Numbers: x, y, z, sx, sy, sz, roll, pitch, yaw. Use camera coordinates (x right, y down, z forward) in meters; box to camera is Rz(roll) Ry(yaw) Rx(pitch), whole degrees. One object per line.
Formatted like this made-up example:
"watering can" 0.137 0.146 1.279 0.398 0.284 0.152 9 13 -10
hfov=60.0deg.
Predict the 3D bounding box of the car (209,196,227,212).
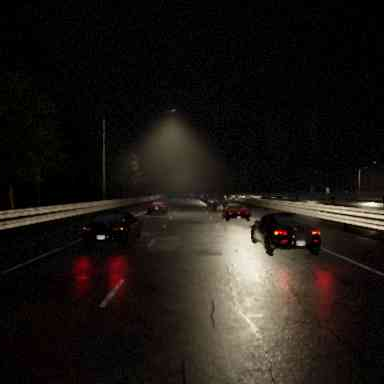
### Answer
"car" 3.383 1.551 39.990 1.837 1.490 4.892 0 0 0

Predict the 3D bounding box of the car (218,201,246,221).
"car" 3.521 1.633 27.211 1.895 1.301 4.718 0 0 0

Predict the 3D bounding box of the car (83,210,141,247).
"car" -3.446 1.542 14.879 1.812 1.442 4.674 0 0 0

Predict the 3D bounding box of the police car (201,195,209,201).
"police car" 3.254 1.526 83.989 2.038 1.542 4.974 0 0 0

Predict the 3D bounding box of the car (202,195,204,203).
"car" 3.318 1.556 61.989 1.837 1.490 4.892 0 0 0

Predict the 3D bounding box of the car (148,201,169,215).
"car" -3.505 1.604 35.018 1.994 1.385 4.181 0 0 0

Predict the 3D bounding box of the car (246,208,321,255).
"car" 3.560 1.543 13.219 1.812 1.442 4.674 0 -1 0

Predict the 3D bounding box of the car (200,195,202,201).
"car" 3.286 1.471 72.988 2.033 1.649 4.856 0 0 0

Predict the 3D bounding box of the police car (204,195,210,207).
"police car" 3.351 1.559 50.990 2.038 1.542 4.974 0 0 0

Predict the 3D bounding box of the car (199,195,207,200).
"car" 3.222 1.494 94.989 2.128 1.511 4.902 0 0 0
